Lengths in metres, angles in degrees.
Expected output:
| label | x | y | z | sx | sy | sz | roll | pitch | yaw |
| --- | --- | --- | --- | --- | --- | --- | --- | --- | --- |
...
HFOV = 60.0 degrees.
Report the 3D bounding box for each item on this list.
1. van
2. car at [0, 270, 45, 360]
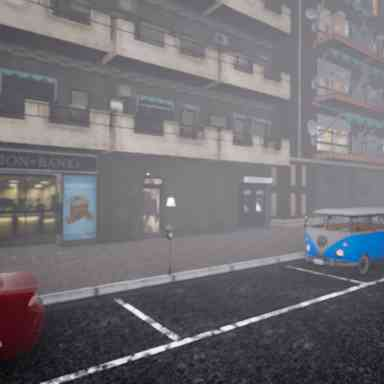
| label | x | y | z | sx | sy | sz | roll | pitch | yaw |
| --- | --- | --- | --- | --- | --- | --- | --- | --- | --- |
| van | 5.142 | 1.372 | 10.220 | 3.998 | 1.788 | 1.690 | 0 | 0 | -35 |
| car | -4.078 | 1.541 | 3.645 | 4.507 | 1.381 | 1.887 | 0 | 0 | -36 |
